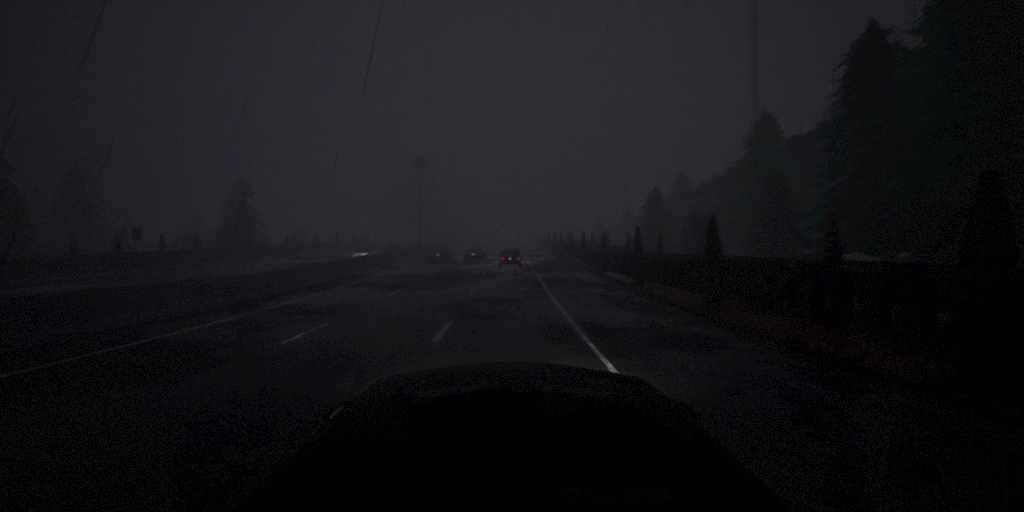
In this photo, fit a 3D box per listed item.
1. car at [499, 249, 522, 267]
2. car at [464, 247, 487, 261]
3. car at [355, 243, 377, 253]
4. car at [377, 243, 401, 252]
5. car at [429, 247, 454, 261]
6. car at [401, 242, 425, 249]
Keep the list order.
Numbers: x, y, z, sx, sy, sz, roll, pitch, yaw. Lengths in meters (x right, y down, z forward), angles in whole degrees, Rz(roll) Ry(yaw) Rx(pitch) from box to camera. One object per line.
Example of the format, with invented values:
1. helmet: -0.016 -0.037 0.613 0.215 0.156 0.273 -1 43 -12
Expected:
1. car: -0.139 0.100 29.746 2.033 1.411 5.357 -1 4 0
2. car: -3.647 -0.282 36.355 1.994 1.385 4.181 -1 4 0
3. car: -21.392 -1.237 53.320 2.033 1.411 5.357 -1 4 0
4. car: -17.901 -1.217 53.327 1.895 1.301 4.718 -1 4 0
5. car: -7.148 -0.265 36.604 1.994 1.385 4.181 -1 4 0
6. car: -14.408 -1.379 53.416 1.882 1.535 5.008 -1 4 0
